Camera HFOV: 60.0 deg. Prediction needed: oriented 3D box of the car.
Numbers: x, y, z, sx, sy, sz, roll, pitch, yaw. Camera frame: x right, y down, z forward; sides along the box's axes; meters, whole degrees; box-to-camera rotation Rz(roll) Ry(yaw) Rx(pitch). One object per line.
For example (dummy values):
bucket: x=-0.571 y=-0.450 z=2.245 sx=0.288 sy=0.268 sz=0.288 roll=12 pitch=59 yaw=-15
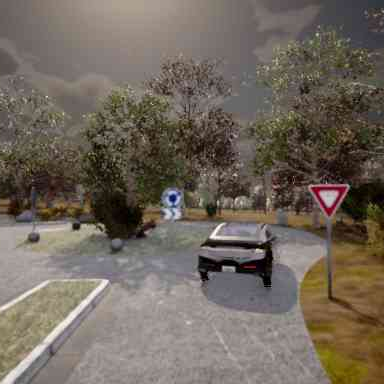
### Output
car: x=1.586 y=1.638 z=9.917 sx=2.128 sy=1.511 sz=4.902 roll=0 pitch=-2 yaw=18
